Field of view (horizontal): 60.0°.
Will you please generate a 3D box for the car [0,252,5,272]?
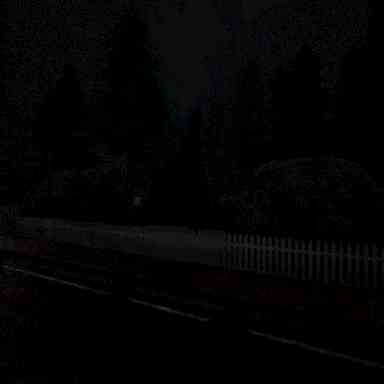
[{"bbox_3d":[-7.119,1.549,8.978,5.357,1.411,2.033,0,0,36],"label":"car"}]
